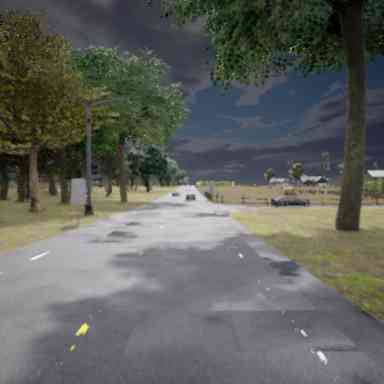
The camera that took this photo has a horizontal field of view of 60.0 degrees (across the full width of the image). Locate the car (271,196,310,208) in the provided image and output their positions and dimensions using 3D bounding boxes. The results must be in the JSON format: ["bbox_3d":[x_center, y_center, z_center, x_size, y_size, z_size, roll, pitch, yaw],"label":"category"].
[{"bbox_3d":[11.696,1.161,39.516,4.674,1.442,1.812,0,-1,-7],"label":"car"}]

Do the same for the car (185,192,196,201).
[{"bbox_3d":[-0.226,0.807,62.925,2.128,1.511,4.902,0,1,0],"label":"car"}]

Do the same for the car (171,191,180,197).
[{"bbox_3d":[-3.904,0.462,80.571,1.812,1.442,4.674,0,1,0],"label":"car"}]
